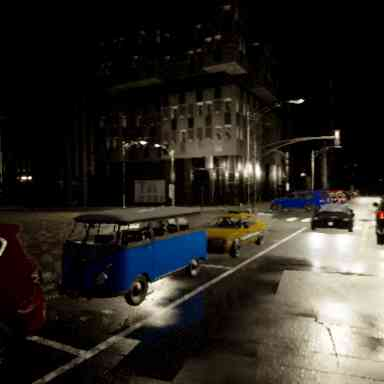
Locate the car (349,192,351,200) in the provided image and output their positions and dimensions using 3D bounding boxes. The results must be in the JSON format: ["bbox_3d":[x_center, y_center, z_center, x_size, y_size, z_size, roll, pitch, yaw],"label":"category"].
[{"bbox_3d":[22.722,0.958,50.963,1.947,1.339,4.313,0,0,29],"label":"car"}]

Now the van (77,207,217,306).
[{"bbox_3d":[-1.107,1.279,7.719,1.690,1.788,3.998,0,0,29],"label":"van"}]

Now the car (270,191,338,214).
[{"bbox_3d":[9.907,0.961,30.589,2.150,2.045,5.566,0,-1,-44],"label":"car"}]

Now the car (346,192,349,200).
[{"bbox_3d":[19.996,0.767,46.019,2.192,1.841,5.009,0,0,29],"label":"car"}]

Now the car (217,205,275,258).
[{"bbox_3d":[1.479,1.402,12.409,1.752,1.417,4.829,0,0,29],"label":"car"}]

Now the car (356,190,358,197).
[{"bbox_3d":[33.614,0.718,70.733,1.887,1.381,4.507,-1,0,29],"label":"car"}]

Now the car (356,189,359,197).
[{"bbox_3d":[36.255,0.648,75.527,1.752,1.417,4.829,-1,0,29],"label":"car"}]

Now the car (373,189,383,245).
[{"bbox_3d":[8.927,1.021,13.911,2.150,2.045,5.566,0,0,29],"label":"car"}]

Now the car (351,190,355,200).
[{"bbox_3d":[28.168,0.845,60.848,1.947,1.339,4.313,-1,0,29],"label":"car"}]

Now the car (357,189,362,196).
[{"bbox_3d":[41.782,0.331,85.561,2.192,1.841,5.009,-1,0,29],"label":"car"}]

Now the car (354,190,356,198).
[{"bbox_3d":[30.808,0.752,65.641,1.752,1.417,4.829,-1,0,29],"label":"car"}]

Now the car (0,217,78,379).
[{"bbox_3d":[-3.774,1.318,2.880,2.192,1.841,5.009,0,0,29],"label":"car"}]

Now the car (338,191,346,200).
[{"bbox_3d":[17.273,0.827,41.077,2.192,1.841,5.009,0,0,29],"label":"car"}]

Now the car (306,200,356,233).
[{"bbox_3d":[7.739,1.344,18.030,1.994,1.385,4.181,0,1,29],"label":"car"}]
